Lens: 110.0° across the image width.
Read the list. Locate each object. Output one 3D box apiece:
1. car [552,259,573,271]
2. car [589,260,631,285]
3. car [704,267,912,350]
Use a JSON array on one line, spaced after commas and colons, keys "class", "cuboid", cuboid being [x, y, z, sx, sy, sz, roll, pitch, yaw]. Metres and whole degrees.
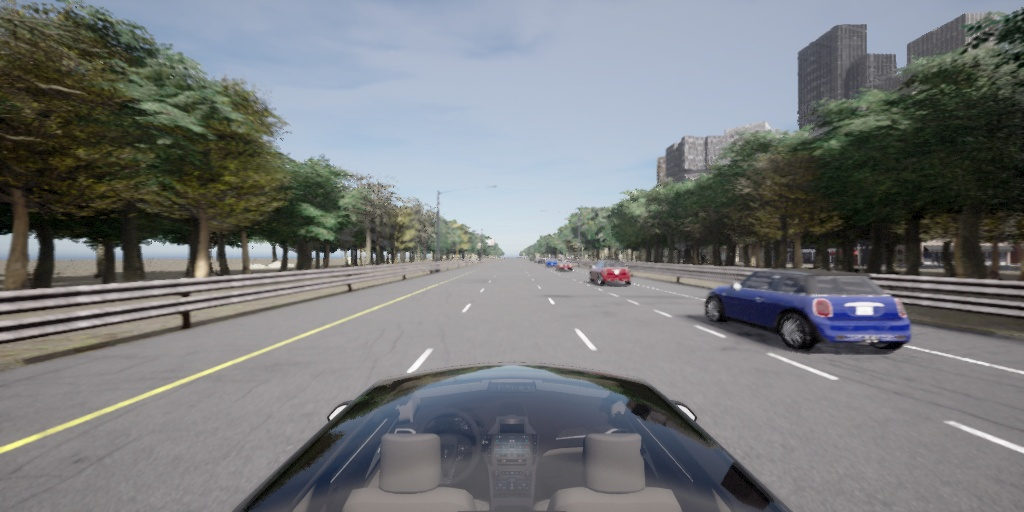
[{"class": "car", "cuboid": [7.072, 1.397, 49.187, 1.895, 1.301, 4.718, 0, 0, 0]}, {"class": "car", "cuboid": [7.013, 1.117, 26.165, 2.097, 1.767, 4.553, 0, 0, 0]}, {"class": "car", "cuboid": [7.004, 1.104, 9.249, 2.097, 1.767, 4.553, 0, 0, 0]}]
